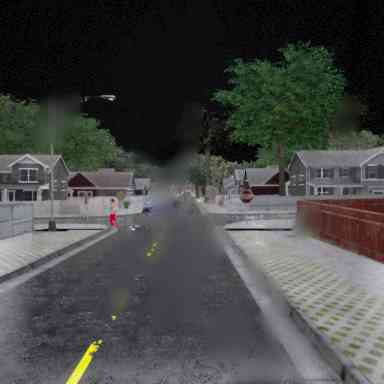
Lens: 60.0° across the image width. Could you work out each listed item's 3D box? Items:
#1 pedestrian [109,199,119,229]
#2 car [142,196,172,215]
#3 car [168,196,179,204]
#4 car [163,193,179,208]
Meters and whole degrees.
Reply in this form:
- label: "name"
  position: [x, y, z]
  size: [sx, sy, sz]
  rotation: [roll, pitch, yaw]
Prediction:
- label: "pedestrian"
  position: [-4.689, 1.289, 19.754]
  size: [0.375, 1.860, 0.375]
  rotation: [0, 0, -1]
- label: "car"
  position: [-3.634, 1.467, 33.973]
  size: [1.882, 1.535, 5.008]
  rotation: [0, 0, 6]
- label: "car"
  position: [-3.381, 1.500, 62.861]
  size: [1.812, 1.442, 4.674]
  rotation: [0, 0, 0]
- label: "car"
  position: [-3.287, 1.206, 47.625]
  size: [2.150, 2.045, 5.566]
  rotation: [0, 0, 0]
